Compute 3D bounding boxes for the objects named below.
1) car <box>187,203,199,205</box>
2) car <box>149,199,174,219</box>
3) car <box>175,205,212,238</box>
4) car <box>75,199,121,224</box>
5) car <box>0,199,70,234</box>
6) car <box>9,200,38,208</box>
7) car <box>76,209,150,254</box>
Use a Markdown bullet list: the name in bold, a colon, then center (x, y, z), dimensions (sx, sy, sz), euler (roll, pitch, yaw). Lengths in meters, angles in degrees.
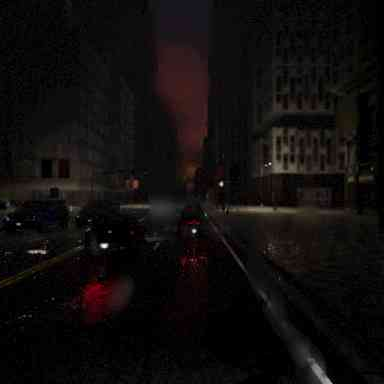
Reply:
- **car**: center (0.118, 1.970, 36.023), dimensions (1.882, 1.535, 5.008), euler (0, -1, 0)
- **car**: center (-3.134, 1.692, 34.498), dimensions (2.150, 2.045, 5.566), euler (0, -1, 0)
- **car**: center (0.109, 1.774, 19.566), dimensions (1.837, 1.490, 4.892), euler (0, 0, 0)
- **car**: center (-6.588, 1.552, 24.174), dimensions (2.150, 2.045, 5.566), euler (0, -1, 0)
- **car**: center (-9.840, 1.516, 21.632), dimensions (2.150, 2.045, 5.566), euler (0, -1, 0)
- **car**: center (-30.510, 2.217, 60.415), dimensions (4.313, 1.339, 1.947), euler (0, 0, 0)
- **car**: center (-3.143, 1.701, 14.349), dimensions (1.837, 1.490, 4.892), euler (0, -1, 0)
